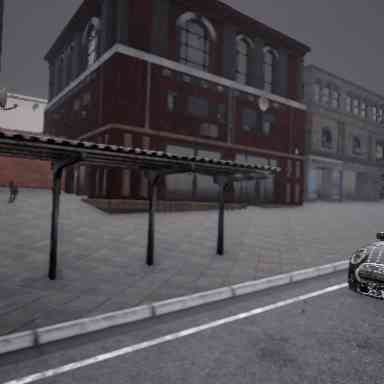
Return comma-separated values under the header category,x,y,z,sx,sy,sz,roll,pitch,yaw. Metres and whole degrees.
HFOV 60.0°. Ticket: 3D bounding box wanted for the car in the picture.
category,x,y,z,sx,sy,sz,roll,pitch,yaw
car,5.581,1.388,7.635,4.553,1.767,2.097,0,0,-36
